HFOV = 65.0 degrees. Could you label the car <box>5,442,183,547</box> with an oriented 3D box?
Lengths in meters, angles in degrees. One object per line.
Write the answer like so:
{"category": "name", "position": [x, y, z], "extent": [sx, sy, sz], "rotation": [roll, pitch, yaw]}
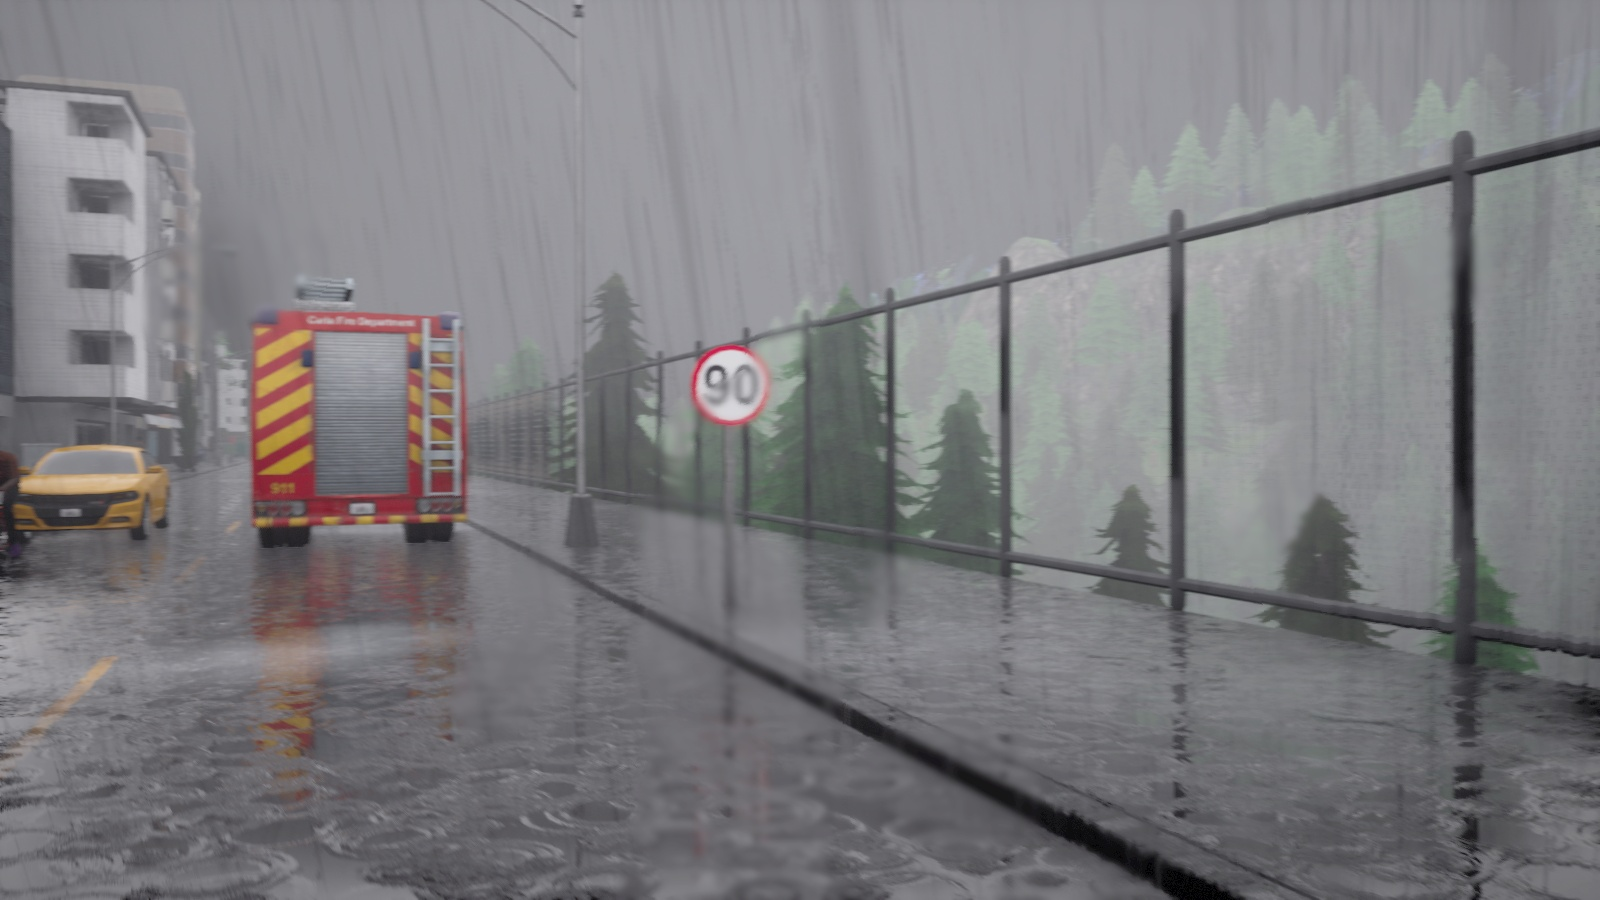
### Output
{"category": "car", "position": [-11.639, 0.633, 21.053], "extent": [1.882, 1.535, 5.008], "rotation": [0, 0, -21]}

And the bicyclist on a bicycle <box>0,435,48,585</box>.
{"category": "bicyclist on a bicycle", "position": [-9.085, 0.641, 14.312], "extent": [0.582, 1.620, 1.656], "rotation": [0, 1, -21]}

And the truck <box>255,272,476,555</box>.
{"category": "truck", "position": [-7.518, -0.522, 21.450], "extent": [2.891, 3.827, 8.468], "rotation": [0, 0, -21]}

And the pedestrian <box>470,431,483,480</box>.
{"category": "pedestrian", "position": [-12.469, 0.211, 48.361], "extent": [0.431, 1.840, 0.703], "rotation": [0, 0, -19]}
